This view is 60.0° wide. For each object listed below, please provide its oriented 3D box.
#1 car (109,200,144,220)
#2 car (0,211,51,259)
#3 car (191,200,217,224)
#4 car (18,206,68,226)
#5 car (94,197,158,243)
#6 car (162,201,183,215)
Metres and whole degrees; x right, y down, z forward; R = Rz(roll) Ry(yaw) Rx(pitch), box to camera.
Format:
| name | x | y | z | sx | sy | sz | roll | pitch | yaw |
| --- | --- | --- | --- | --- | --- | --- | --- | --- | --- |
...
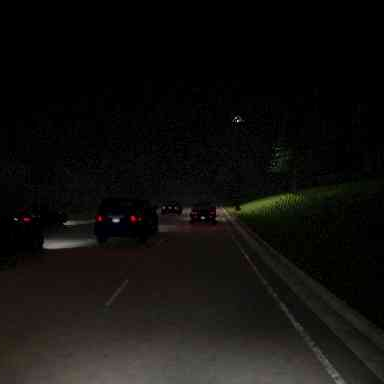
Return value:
| name | x | y | z | sx | sy | sz | roll | pitch | yaw |
| --- | --- | --- | --- | --- | --- | --- | --- | --- | --- |
| car | -5.851 | 1.569 | 30.347 | 1.882 | 1.535 | 5.008 | 0 | 0 | 3 |
| car | -6.713 | 1.558 | 10.980 | 1.812 | 1.442 | 4.674 | 0 | 0 | 2 |
| car | 0.879 | 1.603 | 25.133 | 1.812 | 1.442 | 4.674 | 0 | 0 | 3 |
| car | -9.831 | 1.610 | 21.252 | 2.033 | 1.411 | 5.357 | 0 | 0 | 3 |
| car | -3.042 | 1.271 | 16.398 | 2.150 | 2.045 | 5.566 | 0 | 0 | 2 |
| car | -2.063 | 1.655 | 35.586 | 2.033 | 1.411 | 5.357 | 0 | 0 | 3 |
